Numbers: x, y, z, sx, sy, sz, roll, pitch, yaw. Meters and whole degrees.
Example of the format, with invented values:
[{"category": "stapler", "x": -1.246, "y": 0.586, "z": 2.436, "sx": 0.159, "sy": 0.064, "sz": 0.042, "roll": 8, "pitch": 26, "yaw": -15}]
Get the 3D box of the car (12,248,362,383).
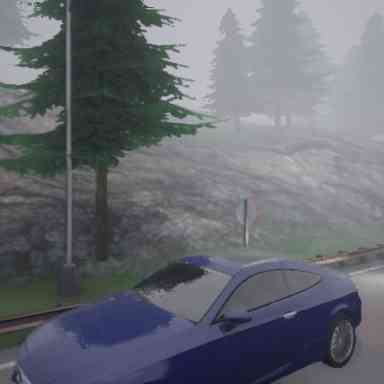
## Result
[{"category": "car", "x": 0.364, "y": 1.529, "z": 4.243, "sx": 4.674, "sy": 1.442, "sz": 1.812, "roll": 0, "pitch": 0, "yaw": -36}]
